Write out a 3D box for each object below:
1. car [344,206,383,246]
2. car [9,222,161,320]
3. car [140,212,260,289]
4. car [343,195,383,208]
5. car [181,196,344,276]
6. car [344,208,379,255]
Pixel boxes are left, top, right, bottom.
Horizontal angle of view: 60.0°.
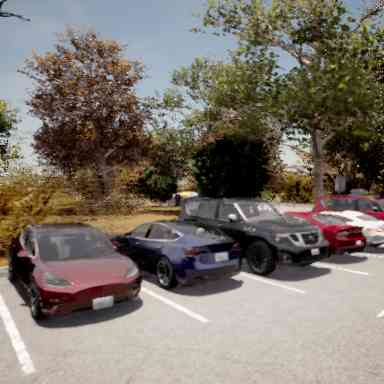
[{"bbox_3d":[6.029,1.500,14.114,2.002,1.452,4.674,0,0,-36],"label":"car"},{"bbox_3d":[-2.920,1.505,7.690,2.163,1.488,4.792,0,0,-36],"label":"car"},{"bbox_3d":[-0.687,1.498,9.356,2.163,1.488,4.792,0,0,-36],"label":"car"},{"bbox_3d":[8.411,1.209,15.782,2.435,2.045,5.566,0,0,-36],"label":"car"},{"bbox_3d":[1.611,1.213,10.927,2.435,2.045,5.566,0,0,-36],"label":"car"},{"bbox_3d":[3.865,1.462,12.565,2.097,1.535,5.008,0,0,-36],"label":"car"}]
